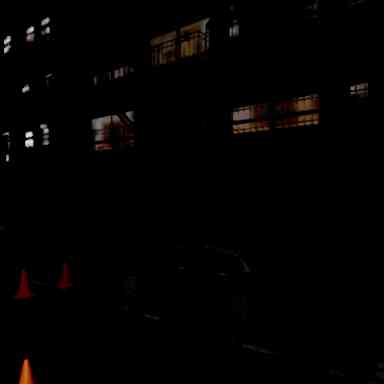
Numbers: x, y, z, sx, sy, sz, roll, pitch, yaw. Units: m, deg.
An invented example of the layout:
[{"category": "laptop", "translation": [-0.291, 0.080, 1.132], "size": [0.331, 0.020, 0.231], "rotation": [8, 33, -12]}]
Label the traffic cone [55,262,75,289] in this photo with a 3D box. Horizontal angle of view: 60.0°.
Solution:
[{"category": "traffic cone", "translation": [-3.103, 2.008, 8.134], "size": [0.340, 0.580, 0.340], "rotation": [0, -1, 36]}]

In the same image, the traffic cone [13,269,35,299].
[{"category": "traffic cone", "translation": [-3.697, 1.997, 7.330], "size": [0.340, 0.580, 0.340], "rotation": [0, -1, 36]}]

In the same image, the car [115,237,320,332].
[{"category": "car", "translation": [0.287, 1.612, 6.838], "size": [4.403, 1.369, 2.008], "rotation": [0, -1, 36]}]

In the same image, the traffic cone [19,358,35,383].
[{"category": "traffic cone", "translation": [-1.667, 1.977, 3.346], "size": [0.340, 0.580, 0.340], "rotation": [0, -1, 36]}]

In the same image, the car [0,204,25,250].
[{"category": "car", "translation": [-8.780, 1.378, 13.537], "size": [5.009, 1.841, 2.192], "rotation": [0, -1, 36]}]
